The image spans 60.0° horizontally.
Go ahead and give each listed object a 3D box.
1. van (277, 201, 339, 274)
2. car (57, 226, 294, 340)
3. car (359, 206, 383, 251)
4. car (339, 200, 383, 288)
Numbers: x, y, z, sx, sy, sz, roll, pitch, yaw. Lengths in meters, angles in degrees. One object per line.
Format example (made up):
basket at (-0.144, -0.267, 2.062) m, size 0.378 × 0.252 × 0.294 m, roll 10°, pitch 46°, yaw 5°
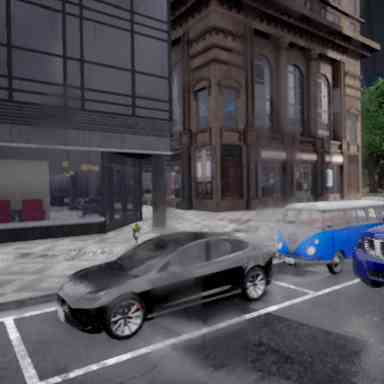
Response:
van at (4.165, 1.159, 9.582) m, size 3.998 × 1.788 × 1.690 m, roll -1°, pitch 1°, yaw -35°
car at (-0.270, 1.494, 6.446) m, size 4.313 × 1.339 × 1.947 m, roll -1°, pitch 1°, yaw -35°
car at (8.468, 1.237, 12.625) m, size 4.829 × 1.417 × 1.752 m, roll -1°, pitch 1°, yaw -35°
car at (5.993, 1.033, 7.612) m, size 5.566 × 2.045 × 2.150 m, roll -1°, pitch 1°, yaw -35°
